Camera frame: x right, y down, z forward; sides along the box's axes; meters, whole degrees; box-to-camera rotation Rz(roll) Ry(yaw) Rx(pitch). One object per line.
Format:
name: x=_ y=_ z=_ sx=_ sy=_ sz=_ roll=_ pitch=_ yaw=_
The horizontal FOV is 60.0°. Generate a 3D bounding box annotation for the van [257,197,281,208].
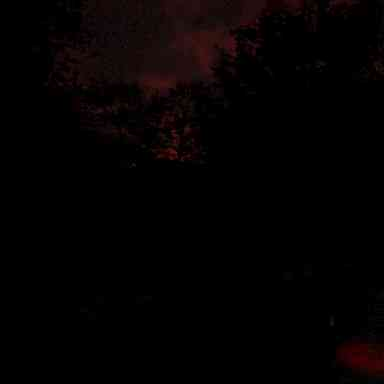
van: x=15.031 y=1.990 z=65.431 sx=1.878 sy=1.987 sz=4.442 roll=-1 pitch=0 yaw=-36

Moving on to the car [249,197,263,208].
car: x=10.429 y=2.004 z=62.320 sx=2.435 sy=2.045 sz=5.566 roll=0 pitch=0 yaw=-36

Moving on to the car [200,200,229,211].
car: x=3.778 y=2.288 z=57.303 sx=1.946 sy=1.575 sz=5.366 roll=0 pitch=0 yaw=-36

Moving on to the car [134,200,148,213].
car: x=-7.619 y=2.302 z=49.376 sx=2.097 sy=1.535 sz=5.008 roll=0 pitch=0 yaw=-36

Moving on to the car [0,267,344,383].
car: x=-0.733 y=1.548 z=3.162 sx=5.357 sy=1.411 sz=2.033 roll=0 pitch=0 yaw=-35

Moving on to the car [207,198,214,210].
car: x=1.408 y=2.297 z=55.842 sx=2.097 sy=1.535 sz=5.008 roll=0 pitch=0 yaw=-36

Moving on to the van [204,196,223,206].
van: x=4.687 y=2.015 z=74.114 sx=1.878 sy=1.987 sz=4.442 roll=0 pitch=0 yaw=-36

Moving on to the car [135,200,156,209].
car: x=-9.075 y=2.299 z=64.426 sx=2.097 sy=1.535 sz=5.008 roll=0 pitch=0 yaw=-36
